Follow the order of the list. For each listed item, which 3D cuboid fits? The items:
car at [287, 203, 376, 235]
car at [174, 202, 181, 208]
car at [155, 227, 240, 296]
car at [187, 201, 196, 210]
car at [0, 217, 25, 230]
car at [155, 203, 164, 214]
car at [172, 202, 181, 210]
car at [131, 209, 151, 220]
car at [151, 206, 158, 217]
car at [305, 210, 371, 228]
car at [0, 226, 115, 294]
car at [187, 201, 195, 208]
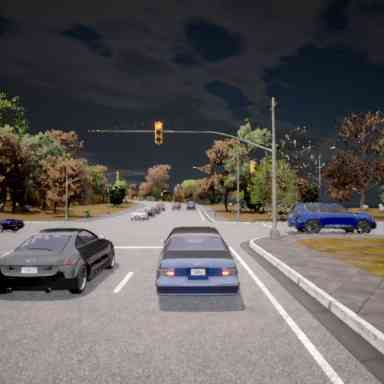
[{"bbox_3d":[9.289,1.775,22.424,5.566,2.045,2.150,0,-3,-1],"label":"car"},{"bbox_3d":[-3.845,3.424,88.263,1.837,1.490,4.892,0,0,-4],"label":"car"},{"bbox_3d":[0.069,1.647,8.945,2.033,1.411,5.357,0,-1,-1],"label":"car"},{"bbox_3d":[-0.200,3.307,77.827,2.097,1.767,4.553,0,0,0],"label":"car"},{"bbox_3d":[-14.366,2.206,23.448,4.718,1.301,1.895,0,-3,7],"label":"car"},{"bbox_3d":[-7.204,3.533,65.018,2.033,1.411,5.357,0,0,0],"label":"car"},{"bbox_3d":[-3.702,3.482,78.287,1.812,1.442,4.674,0,0,0],"label":"car"},{"bbox_3d":[-7.224,3.143,46.251,1.812,1.442,4.674,0,-2,0],"label":"car"},{"bbox_3d":[-7.231,3.468,55.271,1.895,1.301,4.718,0,-1,0],"label":"car"},{"bbox_3d":[12.965,2.366,29.674,5.008,1.535,1.882,0,-3,-2],"label":"car"},{"bbox_3d":[-3.444,1.665,9.054,1.994,1.385,4.181,0,-1,0],"label":"car"},{"bbox_3d":[-0.321,3.239,88.005,1.882,1.535,5.008,0,0,-4],"label":"car"}]
